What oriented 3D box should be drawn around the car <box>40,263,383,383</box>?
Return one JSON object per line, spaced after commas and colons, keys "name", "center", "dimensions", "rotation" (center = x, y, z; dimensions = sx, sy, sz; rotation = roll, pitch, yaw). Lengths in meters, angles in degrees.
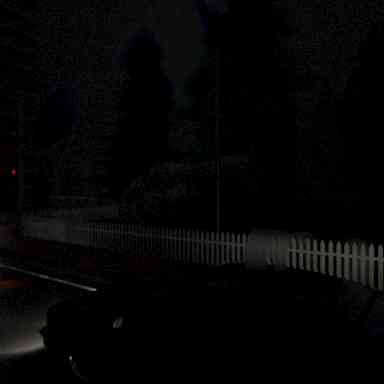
{"name": "car", "center": [0.606, 1.547, 3.562], "dimensions": [5.357, 1.411, 2.033], "rotation": [0, 0, 36]}
